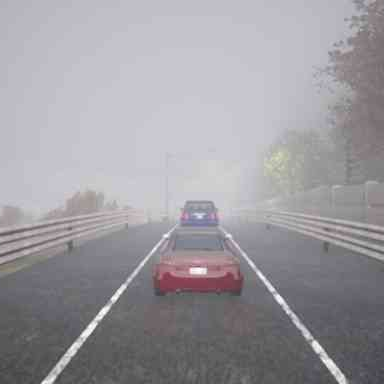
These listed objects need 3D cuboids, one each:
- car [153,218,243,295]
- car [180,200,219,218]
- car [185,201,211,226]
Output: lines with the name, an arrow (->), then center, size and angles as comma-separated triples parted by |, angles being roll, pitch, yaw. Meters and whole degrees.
car -> 0.148, 1.601, 8.782 | 1.994, 1.385, 4.181 | 0, -1, 1
car -> 0.436, 1.501, 20.093 | 2.150, 2.045, 5.566 | 0, -2, 1
car -> 0.578, 1.951, 30.799 | 2.150, 2.045, 5.566 | 0, -3, 2
